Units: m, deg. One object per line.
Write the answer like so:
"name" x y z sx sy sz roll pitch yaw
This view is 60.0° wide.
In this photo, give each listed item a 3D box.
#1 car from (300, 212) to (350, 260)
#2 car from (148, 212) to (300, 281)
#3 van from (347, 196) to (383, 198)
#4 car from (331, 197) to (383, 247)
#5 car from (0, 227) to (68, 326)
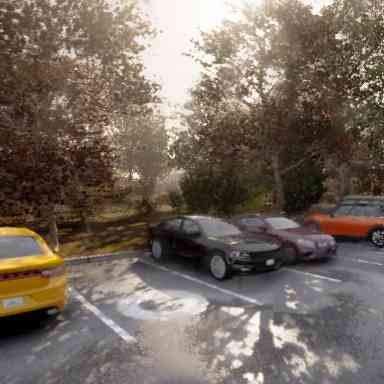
"car" 2.725 1.469 11.767 2.002 1.452 4.674 0 0 -36
"car" 0.457 1.440 10.148 2.097 1.535 5.008 0 0 -36
"van" 9.446 1.186 16.720 1.878 1.987 4.442 0 0 -36
"car" 7.272 1.290 14.981 2.185 1.767 4.553 0 0 -36
"car" -4.067 1.474 6.900 2.097 1.535 5.008 -1 0 -36
